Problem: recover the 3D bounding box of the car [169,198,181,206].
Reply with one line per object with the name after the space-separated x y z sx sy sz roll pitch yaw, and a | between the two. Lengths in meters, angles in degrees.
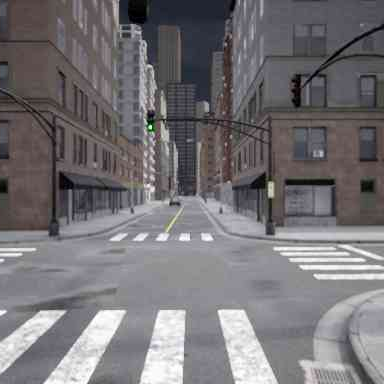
-3.021 1.747 59.427 1.882 1.535 5.008 0 0 0 | car
